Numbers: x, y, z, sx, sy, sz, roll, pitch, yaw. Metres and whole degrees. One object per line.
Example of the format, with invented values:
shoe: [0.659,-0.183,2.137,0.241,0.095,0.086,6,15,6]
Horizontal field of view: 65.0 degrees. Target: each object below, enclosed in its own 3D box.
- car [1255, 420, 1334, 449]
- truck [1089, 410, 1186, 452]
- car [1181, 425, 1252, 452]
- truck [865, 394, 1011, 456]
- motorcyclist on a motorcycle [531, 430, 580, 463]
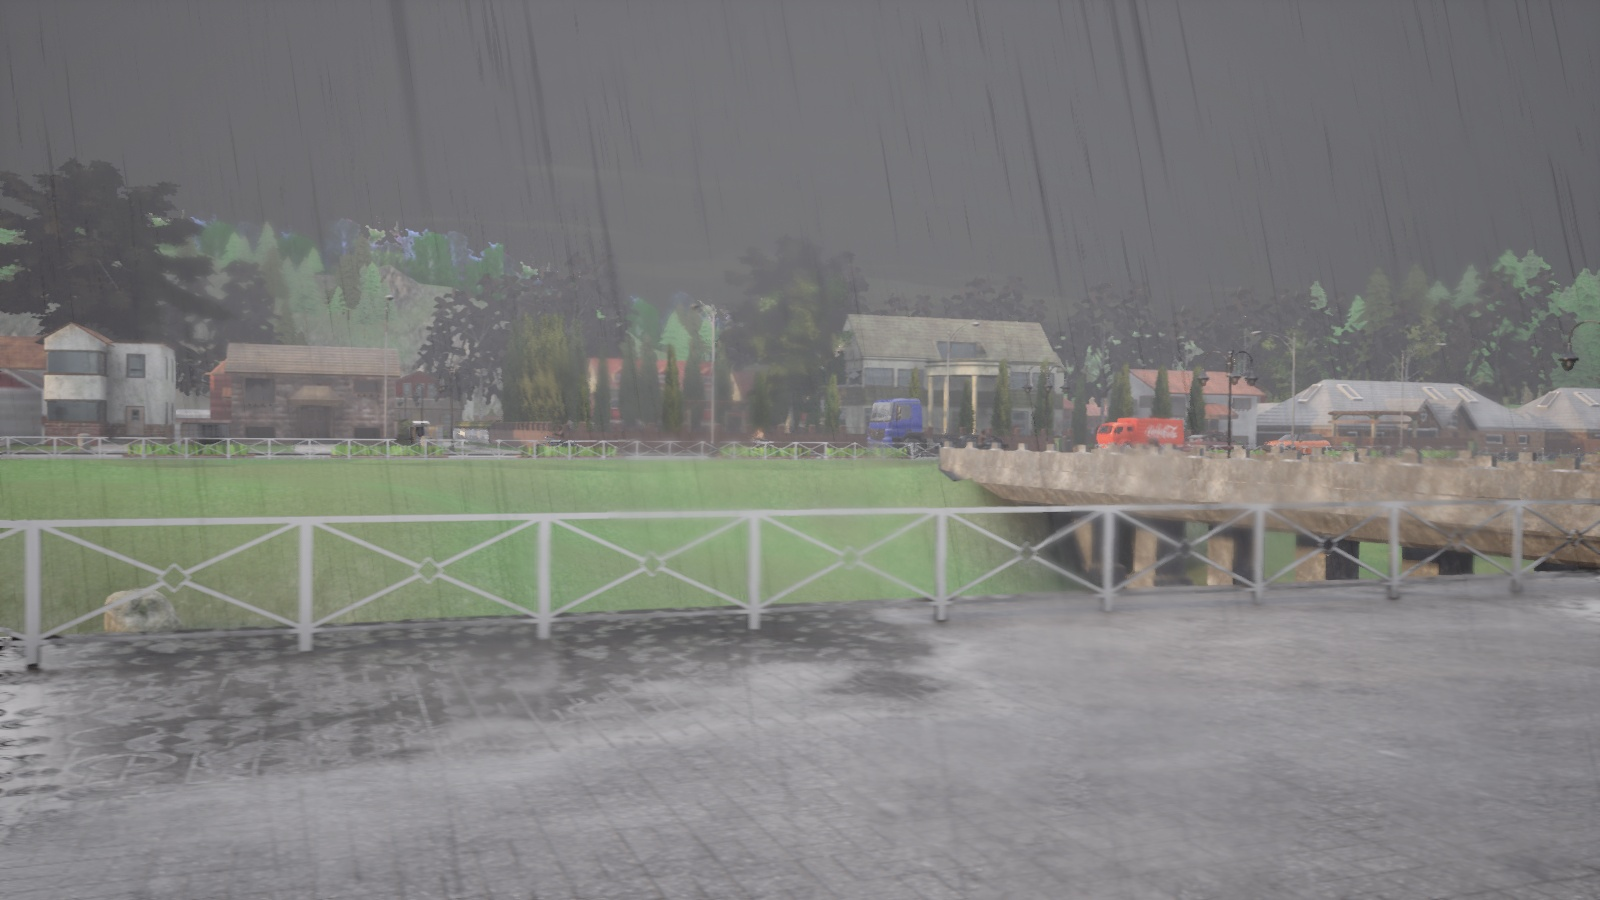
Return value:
car: [32.294,-1.027,81.992,4.553,1.767,2.097,-1,1,-21]
truck: [20.879,-1.178,77.660,5.204,2.467,2.627,-1,1,-21]
car: [24.818,-0.710,74.881,3.705,1.549,1.789,-1,1,-21]
truck: [8.023,-1.455,72.779,7.936,3.462,2.891,-1,1,-21]
motorcyclist on a motorcycle: [-12.646,-0.172,64.953,2.350,1.649,0.766,-1,1,-21]
